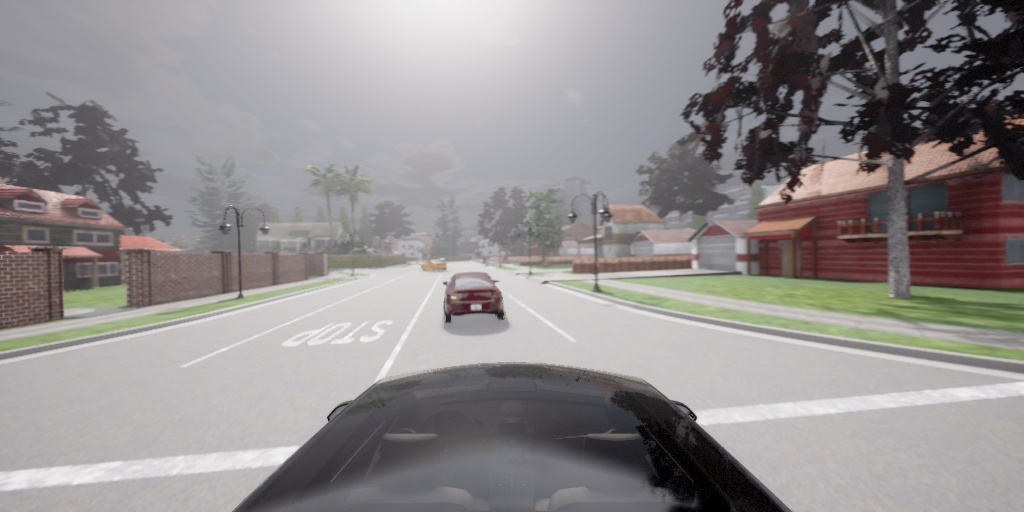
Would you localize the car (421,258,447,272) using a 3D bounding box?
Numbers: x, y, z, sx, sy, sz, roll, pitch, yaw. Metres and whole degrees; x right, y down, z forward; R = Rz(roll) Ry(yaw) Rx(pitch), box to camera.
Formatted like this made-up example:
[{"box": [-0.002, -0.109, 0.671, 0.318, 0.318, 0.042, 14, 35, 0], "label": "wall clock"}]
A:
[{"box": [-10.814, 1.283, 49.256, 1.882, 1.535, 5.008, -1, 1, -40], "label": "car"}]

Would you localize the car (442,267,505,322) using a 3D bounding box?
[{"box": [-1.386, 1.273, 12.355, 1.812, 1.442, 4.674, -1, 0, -9], "label": "car"}]
